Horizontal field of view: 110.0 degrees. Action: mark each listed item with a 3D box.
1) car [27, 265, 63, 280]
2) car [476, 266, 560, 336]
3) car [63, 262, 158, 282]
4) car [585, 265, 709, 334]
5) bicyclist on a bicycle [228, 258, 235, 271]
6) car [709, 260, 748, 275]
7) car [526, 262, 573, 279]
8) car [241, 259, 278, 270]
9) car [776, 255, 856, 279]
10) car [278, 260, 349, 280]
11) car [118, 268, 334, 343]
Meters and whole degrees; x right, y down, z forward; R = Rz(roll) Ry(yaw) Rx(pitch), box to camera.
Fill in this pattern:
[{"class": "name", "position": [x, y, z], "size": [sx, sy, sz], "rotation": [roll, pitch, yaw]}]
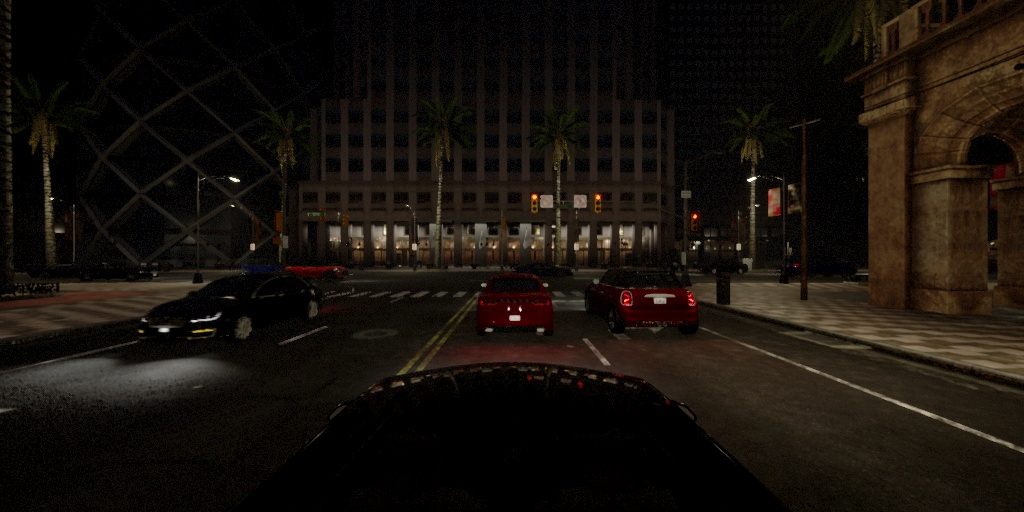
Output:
[{"class": "car", "position": [-36.646, 1.344, 30.140], "size": [4.718, 1.301, 1.895], "rotation": [0, 0, -22]}, {"class": "car", "position": [0.080, 1.225, 10.433], "size": [1.882, 1.535, 5.008], "rotation": [0, 0, 0]}, {"class": "car", "position": [-30.861, 1.235, 28.074], "size": [4.902, 1.511, 2.128], "rotation": [0, 0, -11]}, {"class": "car", "position": [3.582, 1.100, 10.774], "size": [2.097, 1.767, 4.553], "rotation": [0, 0, 0]}, {"class": "bicyclist on a bicycle", "position": [-35.750, 1.039, 45.689], "size": [0.582, 1.620, 1.656], "rotation": [0, 0, -12]}, {"class": "car", "position": [23.170, 1.245, 39.359], "size": [4.892, 1.490, 1.837], "rotation": [0, 0, 0]}, {"class": "car", "position": [2.717, 1.290, 32.220], "size": [5.357, 1.411, 2.033], "rotation": [0, 0, 0]}, {"class": "car", "position": [-21.511, 1.094, 32.121], "size": [4.553, 1.767, 2.097], "rotation": [0, 0, -2]}, {"class": "car", "position": [27.387, 0.963, 32.147], "size": [5.566, 2.045, 2.150], "rotation": [0, 0, 0]}, {"class": "car", "position": [-15.560, 1.094, 28.717], "size": [4.553, 1.767, 2.097], "rotation": [0, 0, -1]}, {"class": "car", "position": [-7.072, 1.253, 9.725], "size": [1.837, 1.490, 4.892], "rotation": [0, 0, 0]}]
